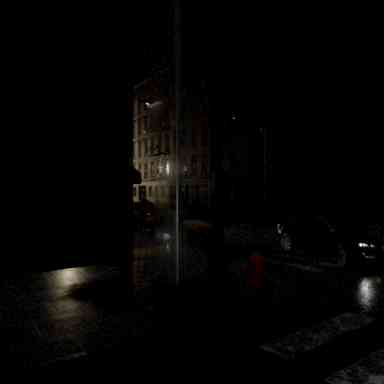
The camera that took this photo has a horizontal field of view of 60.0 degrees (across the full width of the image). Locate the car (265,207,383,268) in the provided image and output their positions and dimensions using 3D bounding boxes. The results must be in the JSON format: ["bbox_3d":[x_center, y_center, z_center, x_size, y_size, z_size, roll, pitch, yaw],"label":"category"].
[{"bbox_3d":[4.894,1.507,11.663,2.128,1.511,4.902,0,0,-18],"label":"car"}]

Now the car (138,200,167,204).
[{"bbox_3d":[-3.506,1.516,25.040,2.128,1.511,4.902,0,0,-35],"label":"car"}]

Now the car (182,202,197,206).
[{"bbox_3d":[-0.545,1.566,30.345,1.947,1.339,4.313,0,0,-35],"label":"car"}]

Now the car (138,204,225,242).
[{"bbox_3d":[-0.708,1.554,16.741,1.752,1.417,4.829,0,0,-35],"label":"car"}]

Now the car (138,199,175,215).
[{"bbox_3d":[-3.783,1.529,34.893,1.752,1.417,4.829,0,0,-35],"label":"car"}]

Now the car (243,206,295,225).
[{"bbox_3d":[5.735,1.558,21.528,1.947,1.339,4.313,0,0,-35],"label":"car"}]

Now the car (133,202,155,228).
[{"bbox_3d":[-3.947,1.584,21.289,2.008,1.369,4.403,0,0,-35],"label":"car"}]

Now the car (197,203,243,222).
[{"bbox_3d":[2.595,1.578,25.937,1.802,1.307,4.206,0,0,-35],"label":"car"}]
